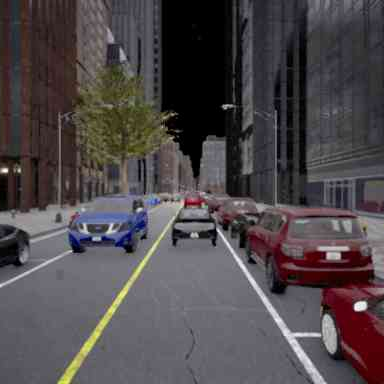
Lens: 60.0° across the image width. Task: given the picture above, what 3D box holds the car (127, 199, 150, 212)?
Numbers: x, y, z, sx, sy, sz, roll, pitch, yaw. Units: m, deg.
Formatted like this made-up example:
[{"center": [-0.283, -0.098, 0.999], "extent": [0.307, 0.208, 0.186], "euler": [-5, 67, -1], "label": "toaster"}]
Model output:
[{"center": [-5.870, 1.435, 36.858], "extent": [1.802, 1.307, 4.206], "euler": [0, 0, 0], "label": "car"}]

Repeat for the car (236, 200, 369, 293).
[{"center": [2.666, 1.278, 8.657], "extent": [2.192, 1.841, 5.009], "euler": [0, 0, 0], "label": "car"}]

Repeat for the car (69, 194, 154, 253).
[{"center": [-3.106, 1.162, 13.674], "extent": [2.150, 2.045, 5.566], "euler": [0, 0, 0], "label": "car"}]

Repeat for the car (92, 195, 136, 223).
[{"center": [-5.865, 1.210, 25.579], "extent": [2.192, 1.841, 5.009], "euler": [0, 0, 0], "label": "car"}]

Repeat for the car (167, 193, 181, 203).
[{"center": [-3.023, 1.347, 61.681], "extent": [2.033, 1.411, 5.357], "euler": [0, 0, 0], "label": "car"}]

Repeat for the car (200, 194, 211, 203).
[{"center": [2.645, 1.234, 65.045], "extent": [1.967, 1.590, 4.097], "euler": [0, 0, 0], "label": "car"}]

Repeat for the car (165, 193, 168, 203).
[{"center": [-5.881, 1.109, 65.056], "extent": [2.192, 1.841, 5.009], "euler": [0, 0, 0], "label": "car"}]

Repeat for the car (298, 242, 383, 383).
[{"center": [2.667, 1.531, 3.019], "extent": [1.887, 1.381, 4.507], "euler": [0, 0, 0], "label": "car"}]

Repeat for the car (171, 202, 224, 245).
[{"center": [0.095, 1.430, 15.068], "extent": [2.128, 1.511, 4.902], "euler": [0, 0, 0], "label": "car"}]

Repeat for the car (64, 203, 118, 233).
[{"center": [-5.864, 1.462, 19.940], "extent": [1.887, 1.381, 4.507], "euler": [0, 0, 0], "label": "car"}]

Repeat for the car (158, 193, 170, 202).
[{"center": [-5.883, 1.099, 70.695], "extent": [2.192, 1.841, 5.009], "euler": [0, 0, 0], "label": "car"}]

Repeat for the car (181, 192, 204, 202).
[{"center": [0.085, 1.058, 42.204], "extent": [2.150, 2.045, 5.566], "euler": [0, 0, 0], "label": "car"}]

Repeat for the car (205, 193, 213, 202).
[{"center": [2.658, 1.188, 31.213], "extent": [2.192, 1.841, 5.009], "euler": [0, 0, 0], "label": "car"}]

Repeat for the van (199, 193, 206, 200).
[{"center": [2.638, 1.110, 81.962], "extent": [1.690, 1.788, 3.998], "euler": [0, 0, 0], "label": "van"}]

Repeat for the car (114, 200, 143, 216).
[{"center": [-5.867, 1.439, 31.220], "extent": [1.947, 1.339, 4.313], "euler": [0, 0, 0], "label": "car"}]

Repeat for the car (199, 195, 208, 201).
[{"center": [2.640, 1.340, 76.324], "extent": [1.947, 1.339, 4.313], "euler": [0, 0, 0], "label": "car"}]

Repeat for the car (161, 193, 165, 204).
[{"center": [-5.877, 1.255, 53.777], "extent": [1.967, 1.590, 4.097], "euler": [0, 0, 0], "label": "car"}]

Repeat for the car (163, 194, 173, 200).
[{"center": [-5.887, 1.209, 81.975], "extent": [1.967, 1.590, 4.097], "euler": [0, 0, 0], "label": "car"}]

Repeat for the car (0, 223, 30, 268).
[{"center": [-5.860, 1.529, 8.662], "extent": [1.947, 1.339, 4.313], "euler": [0, 0, 0], "label": "car"}]

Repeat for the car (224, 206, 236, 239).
[{"center": [2.664, 1.506, 14.296], "extent": [1.947, 1.339, 4.313], "euler": [0, 0, 0], "label": "car"}]

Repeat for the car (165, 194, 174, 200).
[{"center": [-5.889, 1.206, 87.613], "extent": [1.967, 1.590, 4.097], "euler": [0, 0, 0], "label": "car"}]

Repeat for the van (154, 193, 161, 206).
[{"center": [-5.875, 1.167, 48.137], "extent": [1.690, 1.788, 3.998], "euler": [0, 0, 0], "label": "van"}]

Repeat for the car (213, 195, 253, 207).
[{"center": [2.662, 1.232, 19.934], "extent": [2.192, 1.841, 5.009], "euler": [0, 0, 0], "label": "car"}]
